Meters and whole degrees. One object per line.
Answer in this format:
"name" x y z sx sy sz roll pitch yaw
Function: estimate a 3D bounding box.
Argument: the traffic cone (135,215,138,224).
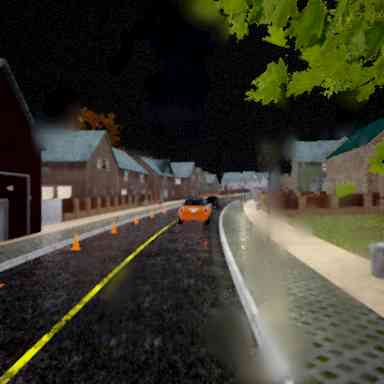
"traffic cone" -3.832 1.867 22.947 0.340 0.580 0.340 0 0 5

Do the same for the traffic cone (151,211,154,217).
"traffic cone" -3.348 1.833 27.975 0.340 0.580 0.340 0 0 6

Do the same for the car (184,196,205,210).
"car" 0.416 1.298 40.220 2.033 1.411 5.357 0 1 6

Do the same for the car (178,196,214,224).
"car" 0.291 1.243 23.790 2.097 1.767 4.553 0 0 5

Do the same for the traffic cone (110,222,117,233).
"traffic cone" -4.212 1.893 17.910 0.340 0.580 0.340 0 0 4

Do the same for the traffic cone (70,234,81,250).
"traffic cone" -4.488 1.916 12.867 0.340 0.580 0.340 0 0 3

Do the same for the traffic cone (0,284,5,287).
"traffic cone" -4.658 1.938 7.817 0.340 0.580 0.340 0 0 1

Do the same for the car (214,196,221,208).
"car" 2.640 1.245 41.942 1.812 1.442 4.674 0 1 9
